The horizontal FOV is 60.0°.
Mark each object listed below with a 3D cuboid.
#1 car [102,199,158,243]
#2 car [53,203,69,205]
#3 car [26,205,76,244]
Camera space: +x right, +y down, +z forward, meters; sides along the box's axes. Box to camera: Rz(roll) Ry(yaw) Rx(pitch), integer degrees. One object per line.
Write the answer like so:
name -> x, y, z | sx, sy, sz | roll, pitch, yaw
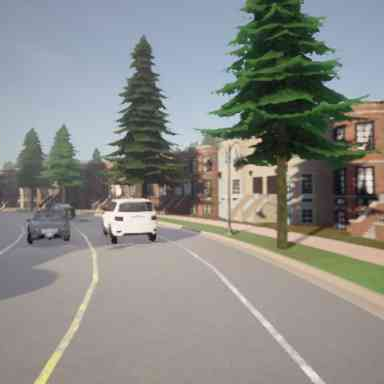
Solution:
car -> -3.331, 1.362, 17.238 | 2.150, 2.045, 5.566 | 0, 0, -20
car -> -13.183, 1.850, 33.263 | 1.812, 1.442, 4.674 | 0, -1, -41
car -> -7.246, 1.662, 16.953 | 2.128, 1.511, 4.902 | 0, 0, -23
